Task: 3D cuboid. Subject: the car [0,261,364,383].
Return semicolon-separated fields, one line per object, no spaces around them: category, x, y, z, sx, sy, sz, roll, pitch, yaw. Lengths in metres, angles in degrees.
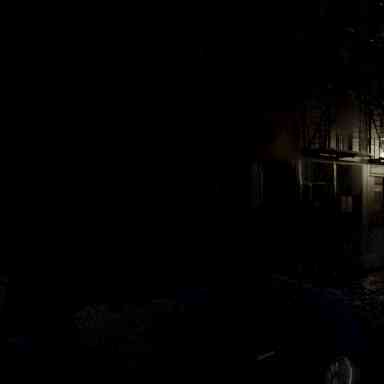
car;-0.111;1.525;3.299;4.674;1.442;1.812;0;0;-35
